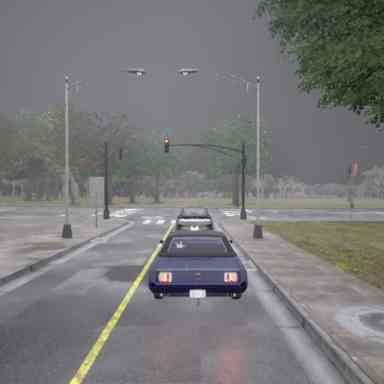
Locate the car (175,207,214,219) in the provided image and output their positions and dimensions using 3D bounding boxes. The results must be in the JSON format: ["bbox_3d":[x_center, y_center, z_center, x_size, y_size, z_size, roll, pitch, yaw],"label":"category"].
[{"bbox_3d":[0.124,1.517,17.647,2.128,1.511,4.902,0,0,0],"label":"car"}]

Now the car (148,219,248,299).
[{"bbox_3d":[0.111,1.605,8.388,1.895,1.301,4.718,0,0,0],"label":"car"}]
